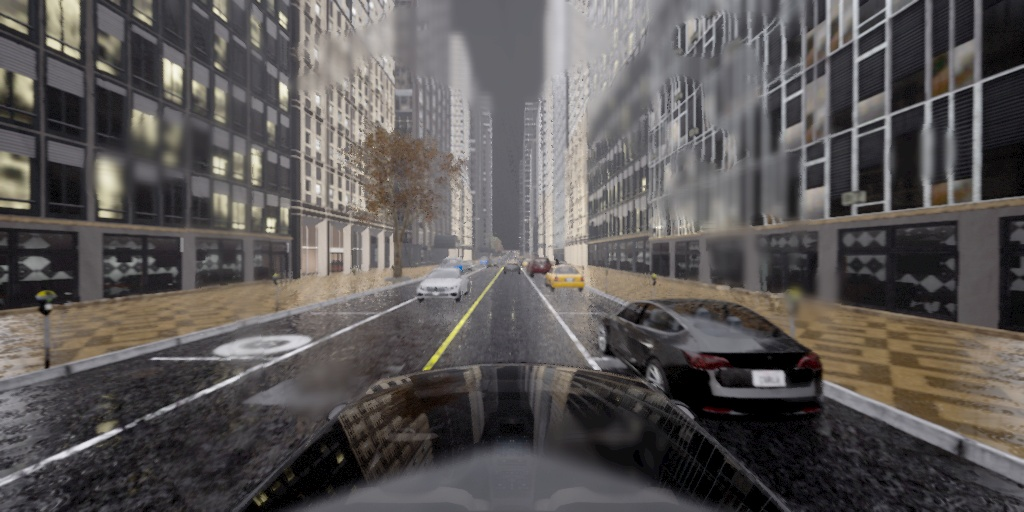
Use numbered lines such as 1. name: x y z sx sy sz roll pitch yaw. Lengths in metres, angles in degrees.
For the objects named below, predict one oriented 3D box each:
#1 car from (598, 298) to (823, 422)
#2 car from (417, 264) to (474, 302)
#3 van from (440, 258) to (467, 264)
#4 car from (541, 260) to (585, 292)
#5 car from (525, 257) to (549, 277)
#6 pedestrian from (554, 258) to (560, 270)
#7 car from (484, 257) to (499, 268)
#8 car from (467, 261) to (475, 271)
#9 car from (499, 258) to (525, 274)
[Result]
1. car: 2.688 1.315 5.828 1.948 1.339 4.313 0 0 0
2. car: -3.103 1.269 16.932 1.812 1.442 4.674 0 0 0
3. van: -5.700 1.071 34.322 1.690 1.789 3.998 0 0 0
4. car: 2.994 1.197 21.210 1.801 1.575 5.366 0 0 0
5. car: 2.681 1.046 34.320 2.192 1.841 5.009 0 0 0
6. pedestrian: 2.994 1.033 24.197 0.375 1.860 0.375 0 0 0
7. car: -3.065 1.209 58.110 1.837 1.490 4.892 0 0 1
8. car: -5.703 1.270 45.716 2.007 1.370 4.403 0 0 0
9. car: 0.032 1.216 39.950 2.128 1.511 4.902 0 0 1
